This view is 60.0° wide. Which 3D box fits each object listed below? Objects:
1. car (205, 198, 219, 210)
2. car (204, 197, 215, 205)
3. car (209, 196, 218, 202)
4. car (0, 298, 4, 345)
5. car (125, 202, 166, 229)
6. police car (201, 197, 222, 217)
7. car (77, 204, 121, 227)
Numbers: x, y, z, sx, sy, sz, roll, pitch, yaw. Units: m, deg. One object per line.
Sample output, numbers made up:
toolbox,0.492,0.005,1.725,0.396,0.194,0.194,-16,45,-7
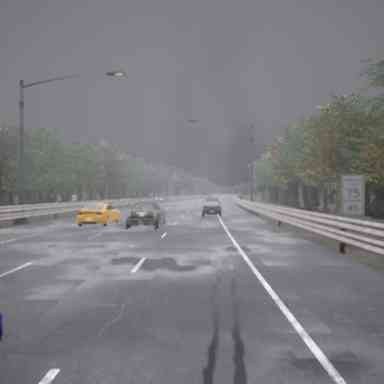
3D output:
car,2.968,1.661,48.511,1.801,1.575,5.366,0,0,4
car,3.544,1.773,66.755,1.837,1.490,4.892,0,0,7
car,5.421,1.753,82.468,1.812,1.442,4.674,0,0,8
car,-3.375,1.480,2.322,1.882,1.535,5.008,0,0,0
car,-2.969,1.425,22.175,2.097,1.767,4.553,0,0,2
police car,1.928,1.554,32.712,1.930,1.638,5.238,0,0,3
car,-6.426,1.552,23.454,1.882,1.535,5.008,0,0,2
